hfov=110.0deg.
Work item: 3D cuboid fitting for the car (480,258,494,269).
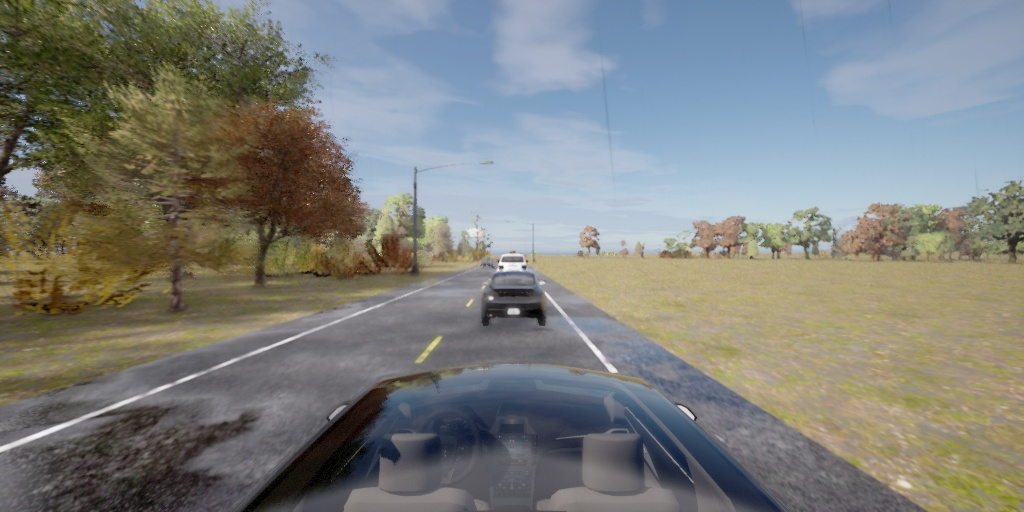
[{"bbox_3d":[-3.557,1.072,52.909,1.837,1.490,4.892,0,0,0],"label":"car"}]

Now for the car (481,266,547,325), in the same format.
[{"bbox_3d":[0.065,1.216,11.674,1.837,1.490,4.892,0,-1,0],"label":"car"}]

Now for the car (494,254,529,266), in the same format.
[{"bbox_3d":[0.069,0.883,27.008,2.150,2.045,5.566,0,1,1],"label":"car"}]
